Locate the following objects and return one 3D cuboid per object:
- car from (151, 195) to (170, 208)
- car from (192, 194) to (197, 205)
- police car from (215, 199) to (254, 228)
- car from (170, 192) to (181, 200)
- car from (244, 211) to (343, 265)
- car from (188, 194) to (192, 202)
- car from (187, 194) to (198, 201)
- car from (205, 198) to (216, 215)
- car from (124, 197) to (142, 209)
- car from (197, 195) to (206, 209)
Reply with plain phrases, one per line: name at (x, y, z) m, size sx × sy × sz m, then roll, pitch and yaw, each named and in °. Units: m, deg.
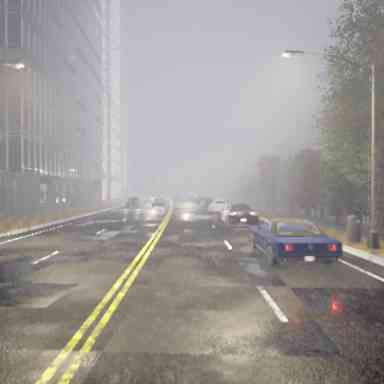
car at (-4.483, 1.431, 45.583) m, size 2.033 × 1.411 × 5.357 m, roll 0°, pitch 0°, yaw -2°
car at (1.594, 1.352, 55.068) m, size 2.163 × 1.488 × 4.792 m, roll 0°, pitch 0°, yaw -3°
police car at (2.976, 1.450, 21.899) m, size 2.038 × 1.542 × 4.974 m, roll 0°, pitch 0°, yaw -1°
car at (-3.966, 1.285, 85.589) m, size 1.994 × 1.385 × 4.181 m, roll 0°, pitch 0°, yaw -5°
car at (3.252, 1.572, 11.481) m, size 1.895 × 1.301 × 4.718 m, roll 0°, pitch 0°, yaw -1°
car at (0.878, 1.360, 66.072) m, size 2.033 × 1.411 × 5.357 m, roll 0°, pitch 0°, yaw -4°
car at (0.032, 1.266, 77.096) m, size 2.128 × 1.511 × 4.902 m, roll 0°, pitch 0°, yaw -5°
car at (2.644, 1.441, 32.951) m, size 1.812 × 1.442 × 4.674 m, roll 0°, pitch 0°, yaw -2°
car at (-7.662, 1.395, 43.726) m, size 1.837 × 1.490 × 4.892 m, roll 0°, pitch 0°, yaw -3°
car at (2.184, 1.430, 43.998) m, size 2.033 × 1.411 × 5.357 m, roll 0°, pitch 0°, yaw -3°
